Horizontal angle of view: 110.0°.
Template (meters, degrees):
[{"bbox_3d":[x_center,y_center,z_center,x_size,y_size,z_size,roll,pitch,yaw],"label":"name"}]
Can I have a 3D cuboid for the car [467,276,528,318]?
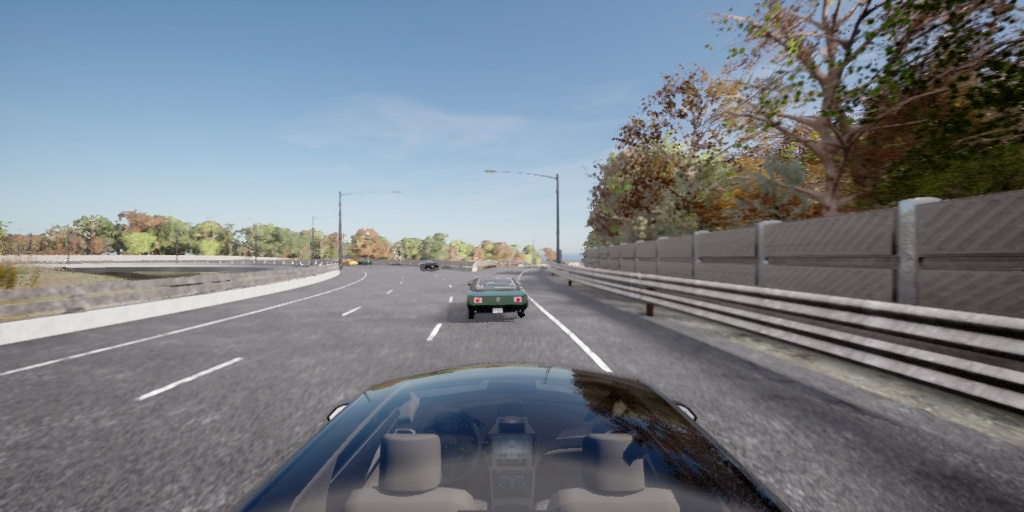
[{"bbox_3d":[-0.670,1.360,13.027,1.895,1.301,4.718,0,0,-6],"label":"car"}]

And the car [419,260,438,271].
[{"bbox_3d":[-12.147,1.333,52.058,1.882,1.535,5.008,0,0,-27],"label":"car"}]
